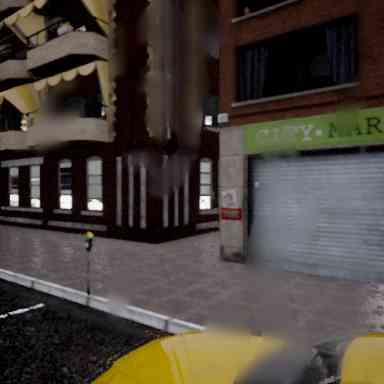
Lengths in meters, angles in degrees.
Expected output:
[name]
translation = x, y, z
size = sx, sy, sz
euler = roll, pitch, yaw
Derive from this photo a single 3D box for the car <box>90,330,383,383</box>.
[car]
translation = 1.287, 1.525, 1.958
size = 4.829, 1.417, 1.752
euler = 0, 0, 36
